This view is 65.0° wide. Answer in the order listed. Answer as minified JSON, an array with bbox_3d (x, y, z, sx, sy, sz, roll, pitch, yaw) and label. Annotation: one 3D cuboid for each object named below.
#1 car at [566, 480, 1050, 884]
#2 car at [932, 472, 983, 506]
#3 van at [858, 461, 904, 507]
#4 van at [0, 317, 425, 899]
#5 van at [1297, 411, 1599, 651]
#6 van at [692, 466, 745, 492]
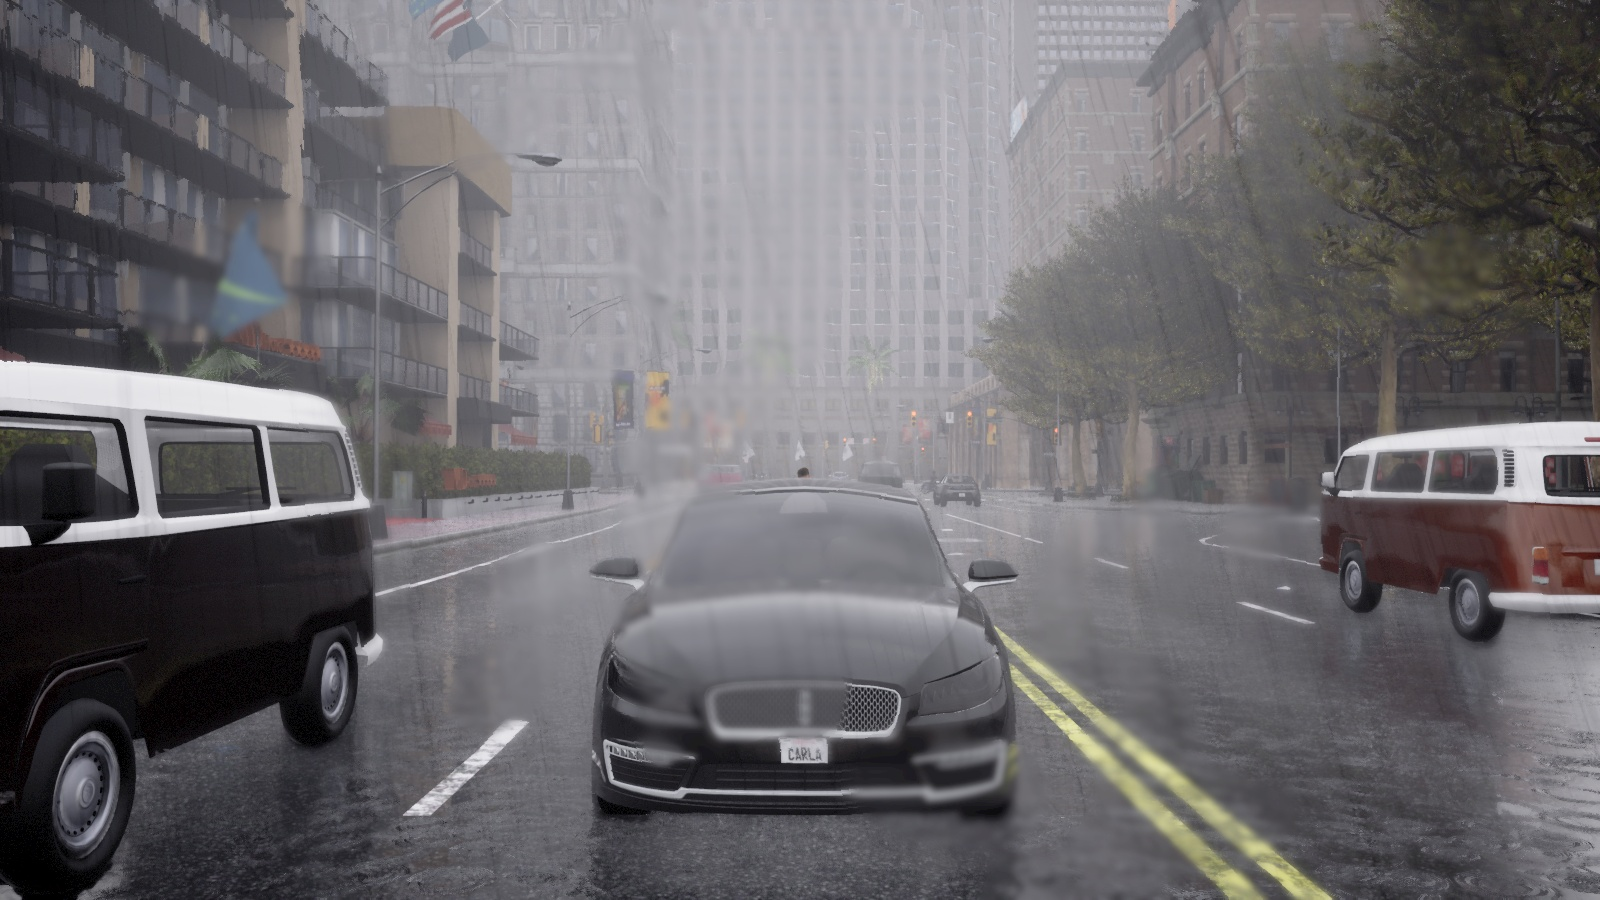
[{"bbox_3d":[0.033,0.940,7.223,1.837,1.490,4.892,0,-1,0],"label":"car"},{"bbox_3d":[7.152,1.760,57.314,1.816,1.474,4.193,0,-1,0],"label":"car"},{"bbox_3d":[3.651,1.511,57.183,1.775,1.987,4.442,0,-1,0],"label":"van"},{"bbox_3d":[-3.470,0.650,5.862,2.069,2.038,4.480,0,-1,0],"label":"van"},{"bbox_3d":[7.046,0.726,12.933,2.069,2.038,4.480,0,-1,0],"label":"van"},{"bbox_3d":[-6.283,2.227,97.589,1.775,1.987,4.442,-1,-1,34],"label":"van"}]
